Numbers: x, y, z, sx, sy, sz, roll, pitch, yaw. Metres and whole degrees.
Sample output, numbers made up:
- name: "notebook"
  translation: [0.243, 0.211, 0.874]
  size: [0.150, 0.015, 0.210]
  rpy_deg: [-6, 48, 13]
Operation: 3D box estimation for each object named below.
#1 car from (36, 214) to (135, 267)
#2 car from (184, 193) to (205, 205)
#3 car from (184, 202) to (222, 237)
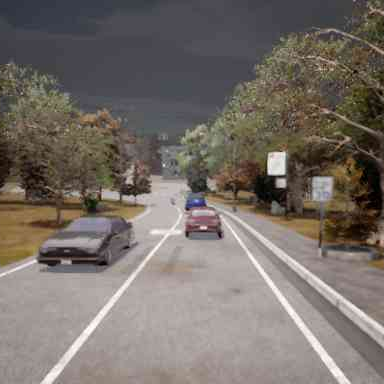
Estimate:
- name: "car"
  translation: [-3.306, 1.508, 11.610]
  size: [2.033, 1.411, 5.357]
  rpy_deg: [0, 0, 2]
- name: "car"
  translation: [0.286, 1.112, 38.633]
  size: [2.150, 2.045, 5.566]
  rpy_deg: [0, 0, -4]
- name: "car"
  translation: [0.601, 1.490, 17.766]
  size: [1.812, 1.442, 4.674]
  rpy_deg: [0, 0, 2]
